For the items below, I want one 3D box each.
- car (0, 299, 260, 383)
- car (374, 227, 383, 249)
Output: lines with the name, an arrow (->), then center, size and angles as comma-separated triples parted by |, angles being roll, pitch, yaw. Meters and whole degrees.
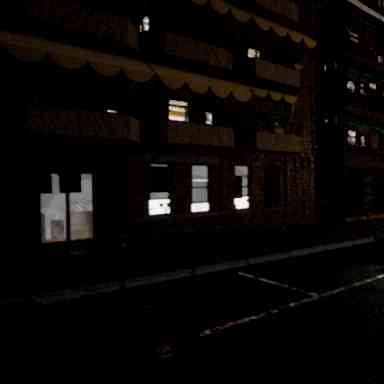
car -> -1.855, 1.605, 2.050 | 4.718, 1.301, 1.895 | -1, 0, -35
car -> 8.622, 1.460, 12.663 | 4.206, 1.307, 1.802 | -1, 0, -35
